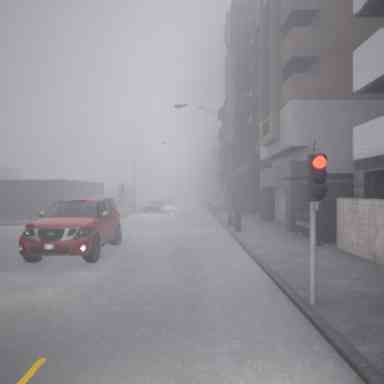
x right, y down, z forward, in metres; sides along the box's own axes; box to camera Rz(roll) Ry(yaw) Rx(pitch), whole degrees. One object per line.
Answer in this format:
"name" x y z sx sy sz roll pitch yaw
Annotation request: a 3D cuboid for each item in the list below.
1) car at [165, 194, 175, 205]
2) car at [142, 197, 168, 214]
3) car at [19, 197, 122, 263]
"car" -4.058 1.463 56.588 2.128 1.511 4.902 0 0 0
"car" -4.131 1.528 36.050 2.033 1.411 5.357 0 0 0
"car" -4.106 1.215 12.304 2.150 2.045 5.566 0 0 0
